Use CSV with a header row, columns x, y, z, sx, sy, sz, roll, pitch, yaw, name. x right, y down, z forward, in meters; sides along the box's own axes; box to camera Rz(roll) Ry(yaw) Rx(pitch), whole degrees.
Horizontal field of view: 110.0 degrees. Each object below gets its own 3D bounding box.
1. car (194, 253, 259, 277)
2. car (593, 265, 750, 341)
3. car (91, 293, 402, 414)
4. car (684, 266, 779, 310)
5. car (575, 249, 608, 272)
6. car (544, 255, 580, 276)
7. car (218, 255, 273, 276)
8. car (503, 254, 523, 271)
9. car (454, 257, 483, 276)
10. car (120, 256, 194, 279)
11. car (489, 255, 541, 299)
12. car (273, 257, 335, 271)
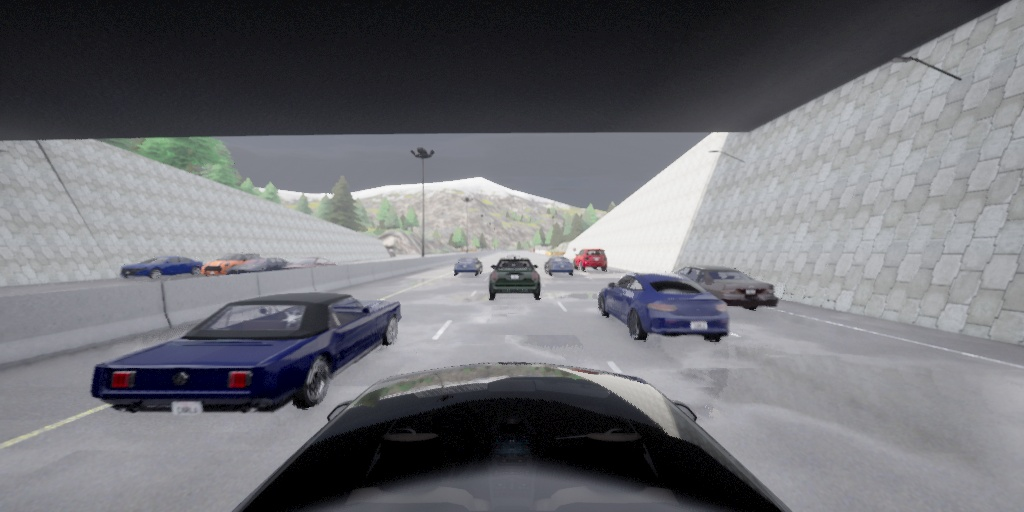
x,y,z,sx,sy,sz,roll,pitch,yaw,name
-21.075,0.579,27.441,2.097,1.767,4.553,0,1,0,car
3.592,1.123,9.190,1.812,1.442,4.674,0,1,0,car
-3.398,1.264,5.976,1.895,1.301,4.718,0,1,0,car
7.108,1.064,13.189,2.033,1.411,5.357,0,1,0,car
7.127,0.340,32.817,2.150,2.045,5.566,0,1,0,car
3.623,0.758,28.243,2.033,1.411,5.357,0,1,0,car
-17.579,0.813,25.548,2.033,1.411,5.357,0,1,0,car
0.116,0.605,34.706,1.812,1.442,4.674,0,1,0,car
-3.377,0.758,28.245,2.033,1.411,5.357,0,1,0,car
-24.578,0.746,25.424,1.882,1.535,5.008,0,1,0,car
0.112,0.808,16.138,2.097,1.767,4.553,0,1,0,car
-14.078,0.801,25.056,1.812,1.442,4.674,0,1,0,car
